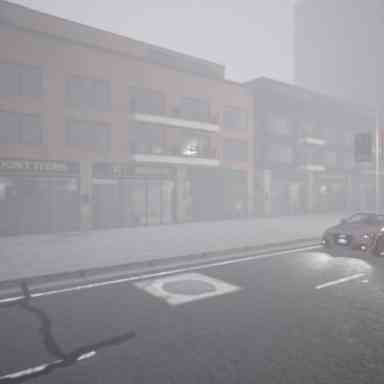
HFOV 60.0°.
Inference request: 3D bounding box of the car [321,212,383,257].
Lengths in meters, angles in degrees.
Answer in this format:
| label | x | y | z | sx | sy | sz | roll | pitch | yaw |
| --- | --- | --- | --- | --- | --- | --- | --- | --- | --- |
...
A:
| label | x | y | z | sx | sy | sz | roll | pitch | yaw |
| --- | --- | --- | --- | --- | --- | --- | --- | --- | --- |
| car | 6.791 | 1.491 | 12.620 | 4.181 | 1.385 | 1.994 | 0 | 0 | -36 |
